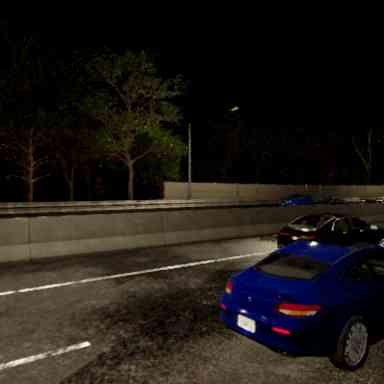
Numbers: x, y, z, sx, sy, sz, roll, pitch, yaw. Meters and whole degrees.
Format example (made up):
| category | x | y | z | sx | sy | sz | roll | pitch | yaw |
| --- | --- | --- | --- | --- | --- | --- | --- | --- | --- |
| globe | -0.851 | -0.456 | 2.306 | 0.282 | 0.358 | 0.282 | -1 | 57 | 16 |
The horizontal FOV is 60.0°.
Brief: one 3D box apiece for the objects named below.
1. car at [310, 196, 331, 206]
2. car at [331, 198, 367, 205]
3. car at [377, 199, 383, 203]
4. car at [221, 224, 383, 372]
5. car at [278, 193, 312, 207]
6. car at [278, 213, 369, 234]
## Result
| category | x | y | z | sx | sy | sz | roll | pitch | yaw |
| --- | --- | --- | --- | --- | --- | --- | --- | --- | --- |
| car | 17.598 | 1.490 | 42.322 | 4.892 | 1.490 | 1.837 | 0 | 0 | -35 |
| car | 18.726 | 1.586 | 38.834 | 4.718 | 1.301 | 1.895 | 0 | 0 | -35 |
| car | 21.947 | 1.477 | 36.827 | 4.902 | 1.511 | 2.128 | 0 | 0 | -35 |
| car | 2.581 | 1.521 | 5.620 | 4.674 | 1.442 | 1.812 | 0 | 0 | -35 |
| car | 13.737 | 1.203 | 43.769 | 5.566 | 2.045 | 2.150 | 0 | 0 | -36 |
| car | 5.057 | 1.498 | 11.666 | 4.892 | 1.490 | 1.837 | -1 | 0 | -35 |
